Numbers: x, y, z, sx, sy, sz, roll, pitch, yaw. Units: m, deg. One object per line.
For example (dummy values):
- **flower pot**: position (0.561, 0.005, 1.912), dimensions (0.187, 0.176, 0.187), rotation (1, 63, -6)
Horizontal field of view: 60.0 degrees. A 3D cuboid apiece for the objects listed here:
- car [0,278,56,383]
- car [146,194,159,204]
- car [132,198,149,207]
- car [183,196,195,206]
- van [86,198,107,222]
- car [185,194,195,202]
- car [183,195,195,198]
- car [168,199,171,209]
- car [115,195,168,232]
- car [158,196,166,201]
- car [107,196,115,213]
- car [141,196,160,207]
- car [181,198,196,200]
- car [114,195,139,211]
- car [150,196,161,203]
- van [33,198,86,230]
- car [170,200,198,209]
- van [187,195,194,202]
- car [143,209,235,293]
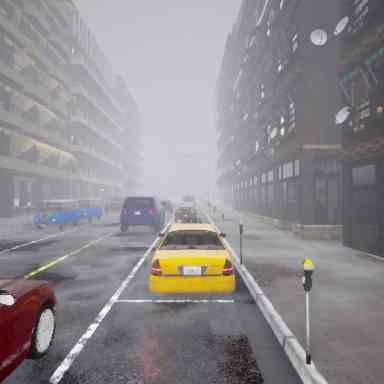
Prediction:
- **car**: position (-2.920, 1.479, 2.921), dimensions (1.882, 1.535, 5.008), rotation (0, 0, 0)
- **car**: position (-8.317, 1.471, 70.528), dimensions (2.192, 1.841, 5.009), rotation (1, 0, 0)
- **car**: position (-8.321, 1.660, 53.938), dimensions (1.947, 1.339, 4.313), rotation (1, 0, 0)
- **car**: position (-0.473, 1.553, 59.411), dimensions (1.967, 1.590, 4.097), rotation (1, 0, 0)
- **van**: position (-8.313, 1.368, 26.285), dimensions (1.690, 1.788, 3.998), rotation (1, 0, 0)
- **car**: position (-0.472, 1.521, 81.536), dimensions (2.192, 1.841, 5.009), rotation (1, 0, 0)
- **car**: position (-0.429, 1.490, 37.286), dimensions (1.967, 1.590, 4.097), rotation (1, 0, 0)
- **car**: position (-3.022, 1.555, 36.978), dimensions (1.837, 1.490, 4.892), rotation (0, 0, 0)
- **car**: position (-2.922, 1.239, 20.547), dimensions (2.150, 2.045, 5.566), rotation (0, 0, 0)
- **car**: position (-8.325, 1.847, 92.652), dimensions (1.802, 1.307, 4.206), rotation (1, 0, 0)
- **car**: position (-8.313, 1.366, 37.346), dimensions (2.192, 1.841, 5.009), rotation (1, 0, 0)
- **car**: position (-5.773, 1.331, 46.802), dimensions (2.033, 1.411, 5.357), rotation (0, 0, 0)
- **car**: position (-0.438, 1.583, 31.754), dimensions (1.887, 1.381, 4.507), rotation (1, 0, 0)
- **car**: position (-8.314, 1.379, 42.876), dimensions (2.192, 1.841, 5.009), rotation (1, 0, 0)
- **car**: position (-8.323, 1.725, 76.059), dimensions (1.887, 1.381, 4.507), rotation (1, 0, 0)
- **van**: position (-8.312, 1.359, 20.753), dimensions (1.690, 1.788, 3.998), rotation (2, 0, 0)
- **car**: position (-0.438, 1.572, 26.224), dimensions (1.887, 1.381, 4.507), rotation (1, 0, 0)
- **van**: position (-0.473, 1.576, 87.068), dimensions (1.690, 1.788, 3.998), rotation (1, 0, 0)
- **car**: position (0.004, 1.462, 8.843), dimensions (1.801, 1.575, 5.366), rotation (0, 0, 0)
